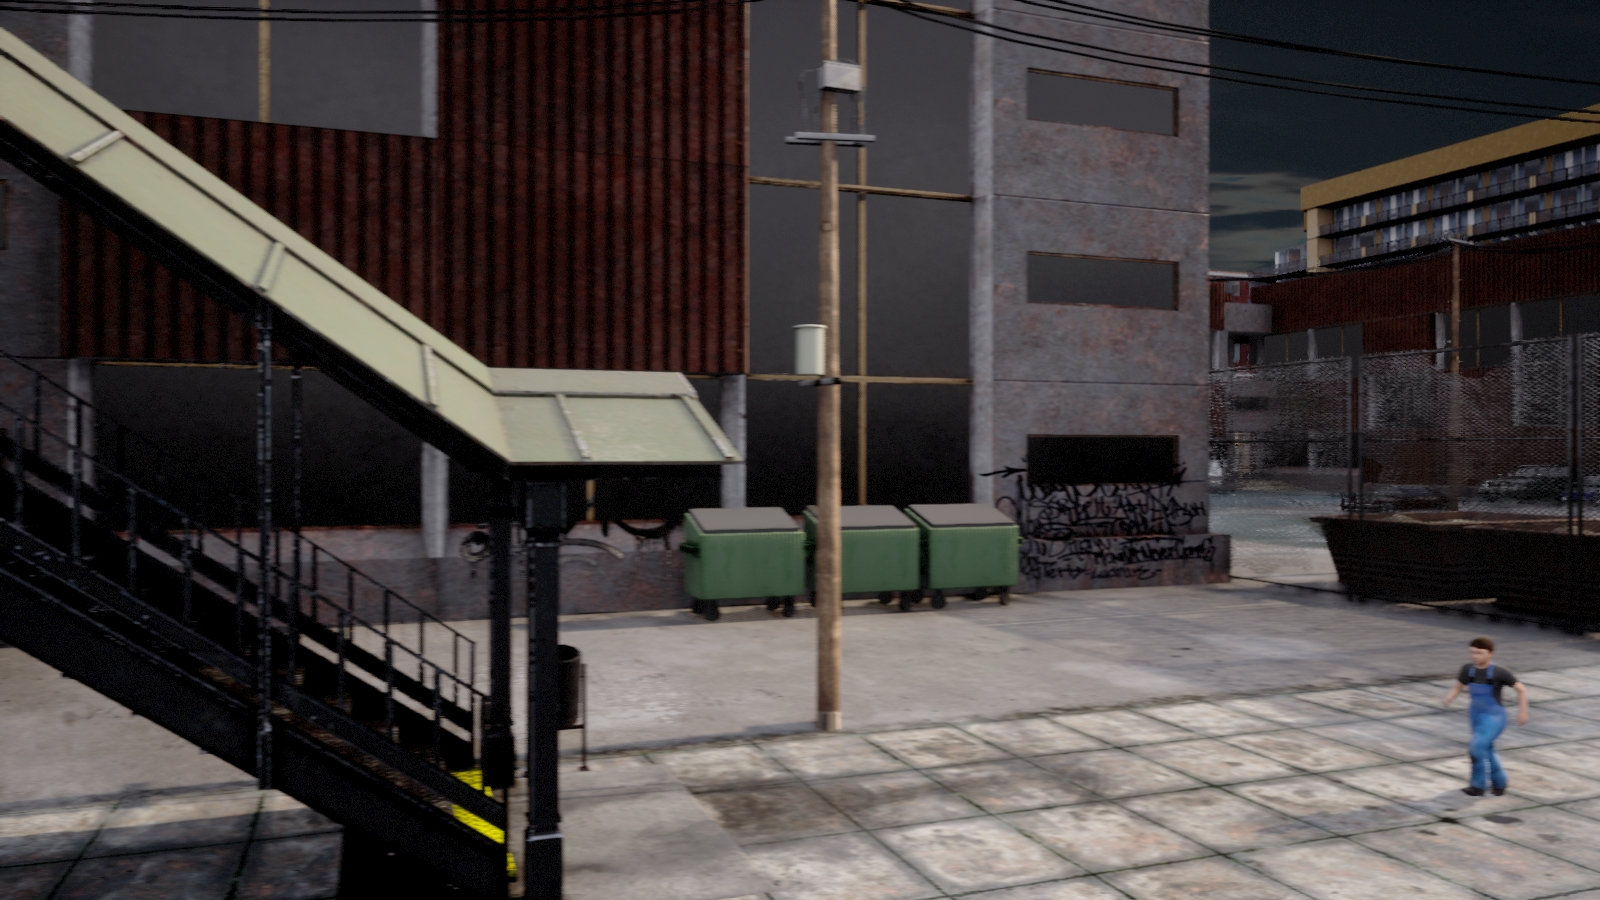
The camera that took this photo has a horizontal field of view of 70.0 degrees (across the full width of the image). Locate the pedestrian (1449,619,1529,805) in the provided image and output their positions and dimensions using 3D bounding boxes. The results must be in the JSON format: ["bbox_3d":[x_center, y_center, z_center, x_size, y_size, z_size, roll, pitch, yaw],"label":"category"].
[{"bbox_3d":[5.241,1.976,8.696,0.375,1.300,0.375,0,0,-22],"label":"pedestrian"}]
